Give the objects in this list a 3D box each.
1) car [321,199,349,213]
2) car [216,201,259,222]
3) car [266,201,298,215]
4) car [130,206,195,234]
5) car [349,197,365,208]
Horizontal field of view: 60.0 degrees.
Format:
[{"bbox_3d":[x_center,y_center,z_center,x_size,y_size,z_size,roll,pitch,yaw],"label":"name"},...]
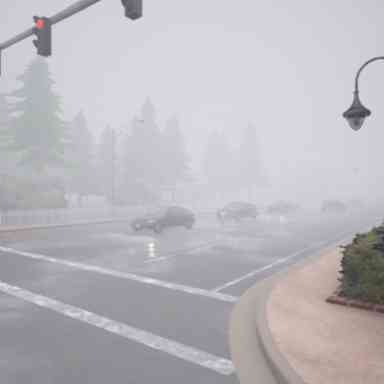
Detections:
[{"bbox_3d":[16.418,1.572,38.474,1.837,1.490,4.892,0,-1,36],"label":"car"},{"bbox_3d":[3.790,1.535,27.348,2.128,1.511,4.902,0,0,36],"label":"car"},{"bbox_3d":[9.646,1.655,35.415,1.895,1.301,4.718,0,0,36],"label":"car"},{"bbox_3d":[-1.601,1.559,19.874,1.812,1.442,4.674,0,0,35],"label":"car"},{"bbox_3d":[24.363,1.591,49.440,1.837,1.490,4.892,0,0,36],"label":"car"}]
